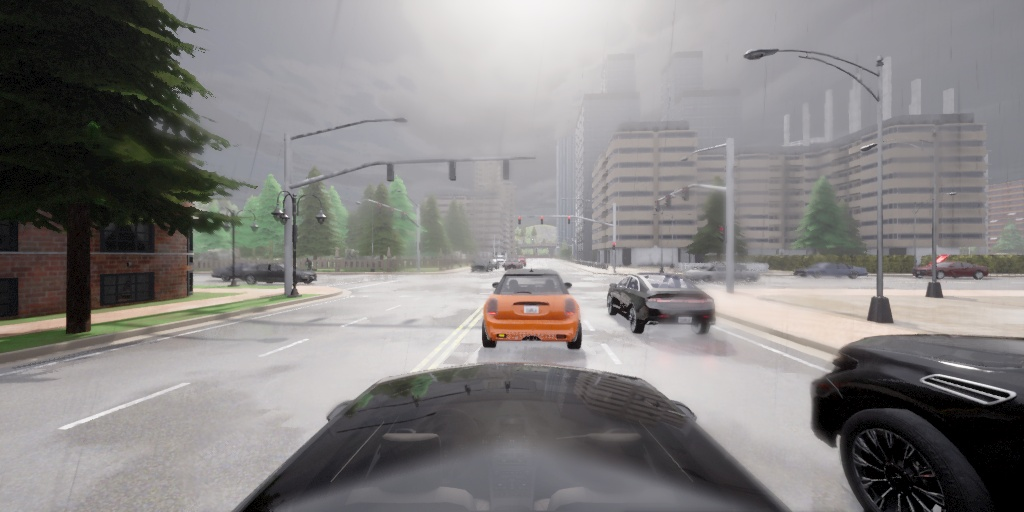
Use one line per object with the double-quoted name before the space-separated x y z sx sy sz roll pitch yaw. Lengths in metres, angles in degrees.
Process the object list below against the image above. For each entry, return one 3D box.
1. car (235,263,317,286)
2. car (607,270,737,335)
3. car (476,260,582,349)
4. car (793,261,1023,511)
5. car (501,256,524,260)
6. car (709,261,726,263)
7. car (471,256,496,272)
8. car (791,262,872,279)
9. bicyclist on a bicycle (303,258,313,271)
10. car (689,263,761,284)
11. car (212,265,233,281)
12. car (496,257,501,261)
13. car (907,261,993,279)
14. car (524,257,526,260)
"car" -16.201 1.255 25.044 4.892 1.490 1.837 0 0 4
"car" 4.092 1.241 10.578 2.128 1.511 4.902 0 0 4
"car" 0.517 1.102 9.350 2.097 1.767 4.553 0 0 3
"car" 3.708 0.971 0.741 2.150 2.045 5.566 0 0 0
"car" 0.134 1.102 50.038 2.097 1.767 4.553 0 0 4
"car" 19.001 1.241 33.236 4.902 1.511 2.128 0 0 4
"car" -3.761 1.102 45.866 2.097 1.767 4.553 0 0 6
"car" 28.849 1.297 32.526 5.357 1.411 2.033 0 0 4
"bicyclist on a bicycle" -22.760 1.051 40.035 0.582 1.620 1.656 0 0 4
"car" 15.337 1.351 26.278 4.718 1.301 1.895 0 0 4
"car" -21.074 1.297 28.907 5.357 1.411 2.033 0 0 4
"car" -3.026 1.241 54.785 2.128 1.511 4.902 0 0 4
"car" 38.752 1.228 31.805 5.008 1.535 1.882 0 0 4
"car" 0.779 1.314 58.634 1.994 1.385 4.181 0 0 5
